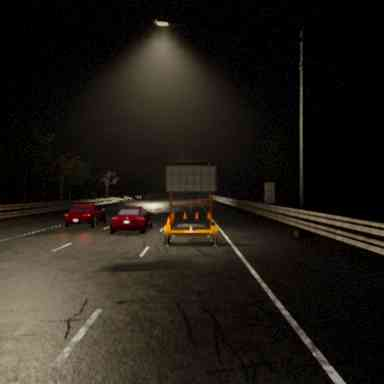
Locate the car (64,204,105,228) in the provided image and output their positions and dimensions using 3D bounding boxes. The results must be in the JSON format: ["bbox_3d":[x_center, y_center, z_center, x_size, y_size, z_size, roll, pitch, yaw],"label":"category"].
[{"bbox_3d":[-6.966,1.523,22.190,1.812,1.442,4.674,0,0,0],"label":"car"}]

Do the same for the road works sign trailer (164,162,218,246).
[{"bbox_3d":[-0.046,0.462,15.124,2.380,3.560,2.880,0,0,0],"label":"road works sign trailer"}]

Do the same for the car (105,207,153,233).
[{"bbox_3d":[-3.460,1.561,19.554,1.994,1.385,4.181,0,0,0],"label":"car"}]
